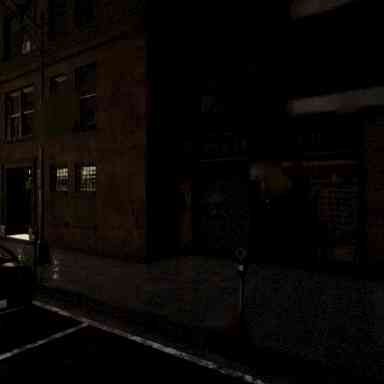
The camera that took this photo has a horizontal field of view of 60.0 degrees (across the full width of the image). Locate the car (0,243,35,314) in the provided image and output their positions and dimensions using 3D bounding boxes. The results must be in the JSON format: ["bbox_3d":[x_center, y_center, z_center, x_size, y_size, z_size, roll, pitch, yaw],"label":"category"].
[{"bbox_3d":[-4.816,1.550,6.504,4.403,1.369,2.008,0,0,35],"label":"car"}]
